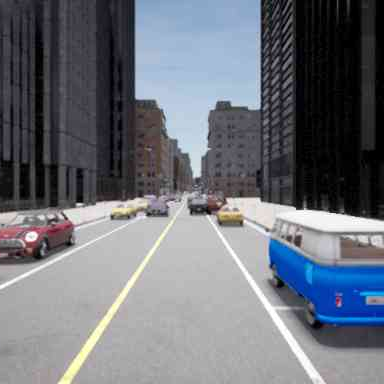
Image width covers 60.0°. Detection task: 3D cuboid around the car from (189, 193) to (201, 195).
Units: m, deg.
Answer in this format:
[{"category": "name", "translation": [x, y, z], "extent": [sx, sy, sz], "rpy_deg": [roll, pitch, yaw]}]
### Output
[{"category": "car", "translation": [0.864, 1.390, 50.316], "extent": [2.097, 1.767, 4.553], "rpy_deg": [0, 0, 0]}]

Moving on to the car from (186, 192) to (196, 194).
[{"category": "car", "translation": [-0.062, 1.429, 87.007], "extent": [1.895, 1.301, 4.718], "rpy_deg": [0, 0, 0]}]

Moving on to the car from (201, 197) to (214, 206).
[{"category": "car", "translation": [2.626, 1.590, 57.442], "extent": [2.008, 1.369, 4.403], "rpy_deg": [0, 0, 0]}]

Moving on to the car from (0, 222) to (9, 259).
[{"category": "car", "translation": [-5.864, 1.439, 6.699], "extent": [1.967, 1.590, 4.097], "rpy_deg": [0, 0, 0]}]

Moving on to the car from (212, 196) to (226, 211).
[{"category": "car", "translation": [2.641, 1.343, 34.882], "extent": [2.192, 1.841, 5.009], "rpy_deg": [0, 0, 0]}]

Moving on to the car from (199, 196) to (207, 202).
[{"category": "car", "translation": [2.610, 1.569, 79.999], "extent": [1.887, 1.381, 4.507], "rpy_deg": [0, 0, 0]}]

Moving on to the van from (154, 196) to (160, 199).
[{"category": "van", "translation": [-5.893, 1.379, 46.179], "extent": [1.690, 1.788, 3.998], "rpy_deg": [0, 0, 0]}]

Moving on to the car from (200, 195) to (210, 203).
[{"category": "car", "translation": [2.618, 1.473, 68.720], "extent": [1.967, 1.590, 4.097], "rpy_deg": [0, 0, 0]}]

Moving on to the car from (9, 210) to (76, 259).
[{"category": "car", "translation": [-5.867, 1.441, 12.337], "extent": [1.967, 1.590, 4.097], "rpy_deg": [0, 0, 0]}]

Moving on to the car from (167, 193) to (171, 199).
[{"category": "car", "translation": [-5.908, 1.473, 68.739], "extent": [1.967, 1.590, 4.097], "rpy_deg": [0, 0, 0]}]

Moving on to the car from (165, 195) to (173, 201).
[{"category": "car", "translation": [-5.920, 1.586, 85.658], "extent": [1.947, 1.339, 4.313], "rpy_deg": [0, 0, 0]}]

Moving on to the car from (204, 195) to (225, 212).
[{"category": "car", "translation": [2.637, 1.349, 40.523], "extent": [2.192, 1.841, 5.009], "rpy_deg": [0, 0, 0]}]

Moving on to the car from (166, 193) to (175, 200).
[{"category": "car", "translation": [-5.924, 1.331, 91.298], "extent": [2.192, 1.841, 5.009], "rpy_deg": [0, 0, 0]}]

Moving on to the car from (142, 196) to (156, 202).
[{"category": "car", "translation": [-5.889, 1.559, 40.367], "extent": [1.752, 1.417, 4.829], "rpy_deg": [0, 0, 0]}]

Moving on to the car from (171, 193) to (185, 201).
[{"category": "car", "translation": [-3.052, 1.445, 71.806], "extent": [1.837, 1.490, 4.892], "rpy_deg": [0, 0, 0]}]

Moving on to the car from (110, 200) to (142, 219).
[{"category": "car", "translation": [-5.887, 1.545, 29.054], "extent": [1.752, 1.417, 4.829], "rpy_deg": [0, 0, 1]}]

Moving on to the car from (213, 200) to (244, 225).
[{"category": "car", "translation": [2.650, 1.538, 23.814], "extent": [1.752, 1.417, 4.829], "rpy_deg": [0, 0, 1]}]

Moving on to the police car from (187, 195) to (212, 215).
[{"category": "police car", "translation": [0.733, 1.449, 34.471], "extent": [1.930, 1.638, 5.238], "rpy_deg": [-1, 0, 1]}]

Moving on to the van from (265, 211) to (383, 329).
[{"category": "van", "translation": [2.661, 1.340, 6.690], "extent": [1.690, 1.788, 3.998], "rpy_deg": [0, 0, 0]}]

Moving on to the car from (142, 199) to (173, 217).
[{"category": "car", "translation": [-3.119, 1.586, 31.009], "extent": [1.994, 1.385, 4.181], "rpy_deg": [0, 0, 0]}]

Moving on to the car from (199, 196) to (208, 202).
[{"category": "car", "translation": [2.614, 1.610, 74.360], "extent": [1.802, 1.307, 4.206], "rpy_deg": [0, 0, 0]}]

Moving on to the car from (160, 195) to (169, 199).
[{"category": "car", "translation": [-5.904, 1.618, 63.098], "extent": [1.802, 1.307, 4.206], "rpy_deg": [0, 0, 0]}]

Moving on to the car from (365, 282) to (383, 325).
[{"category": "car", "translation": [2.666, 1.565, 1.051], "extent": [1.947, 1.339, 4.313], "rpy_deg": [0, 0, 0]}]
